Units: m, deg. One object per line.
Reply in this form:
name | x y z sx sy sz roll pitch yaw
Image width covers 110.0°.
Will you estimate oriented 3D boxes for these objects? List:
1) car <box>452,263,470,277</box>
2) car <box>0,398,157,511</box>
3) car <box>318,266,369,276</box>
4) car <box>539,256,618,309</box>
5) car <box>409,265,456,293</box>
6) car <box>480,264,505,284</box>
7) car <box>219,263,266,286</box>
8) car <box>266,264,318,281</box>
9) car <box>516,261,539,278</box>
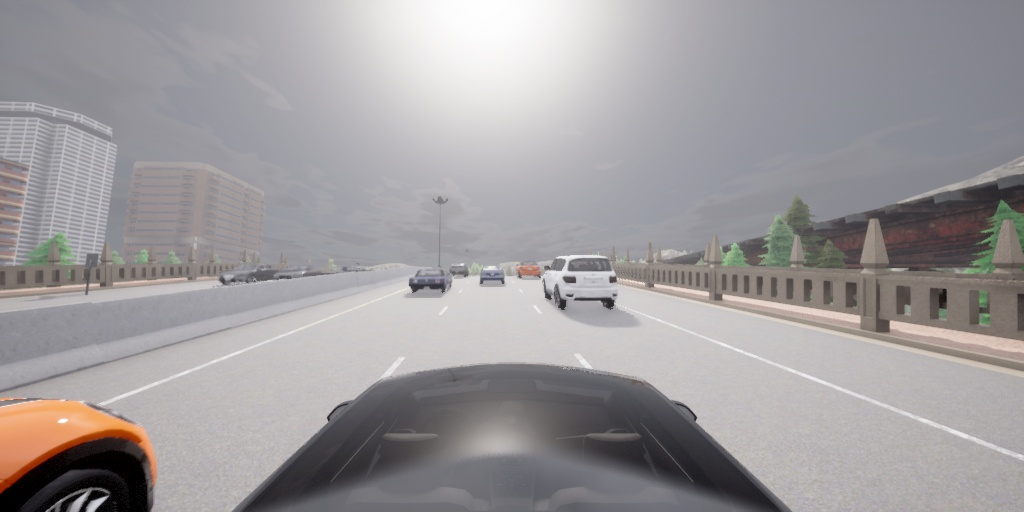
car | -5.672 1.521 38.636 2.128 1.511 4.902 0 -2 -3
car | -3.442 1.102 0.562 2.097 1.767 4.553 0 0 -3
car | -12.187 1.410 26.763 1.895 1.301 4.718 0 0 -3
car | 2.707 1.000 15.307 2.150 2.045 5.566 0 0 -3
car | -4.649 1.395 21.184 1.895 1.301 4.718 0 0 -3
car | -1.538 1.356 27.923 2.033 1.411 5.357 0 0 -3
car | -19.183 1.303 26.487 2.128 1.511 4.902 0 0 -3
car | -15.676 1.374 26.494 1.994 1.385 4.181 0 0 -3
car | 1.528 1.254 35.454 2.097 1.767 4.553 0 -1 -3
